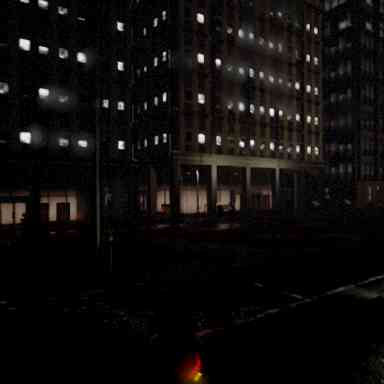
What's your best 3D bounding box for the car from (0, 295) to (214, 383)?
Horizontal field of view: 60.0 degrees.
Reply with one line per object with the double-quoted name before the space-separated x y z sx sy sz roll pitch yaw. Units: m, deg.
"car" -1.979 1.531 1.966 4.674 1.442 1.812 -1 0 -35
